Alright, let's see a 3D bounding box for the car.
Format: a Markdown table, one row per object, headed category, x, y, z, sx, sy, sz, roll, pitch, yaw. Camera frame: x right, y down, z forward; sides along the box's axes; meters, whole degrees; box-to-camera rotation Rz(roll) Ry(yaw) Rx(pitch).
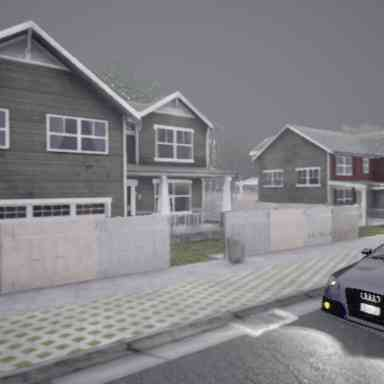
| category | x | y | z | sx | sy | sz | roll | pitch | yaw |
| --- | --- | --- | --- | --- | --- | --- | --- | --- | --- |
| car | 4.267 | 1.557 | 6.080 | 4.181 | 1.385 | 1.994 | 0 | 0 | -35 |
